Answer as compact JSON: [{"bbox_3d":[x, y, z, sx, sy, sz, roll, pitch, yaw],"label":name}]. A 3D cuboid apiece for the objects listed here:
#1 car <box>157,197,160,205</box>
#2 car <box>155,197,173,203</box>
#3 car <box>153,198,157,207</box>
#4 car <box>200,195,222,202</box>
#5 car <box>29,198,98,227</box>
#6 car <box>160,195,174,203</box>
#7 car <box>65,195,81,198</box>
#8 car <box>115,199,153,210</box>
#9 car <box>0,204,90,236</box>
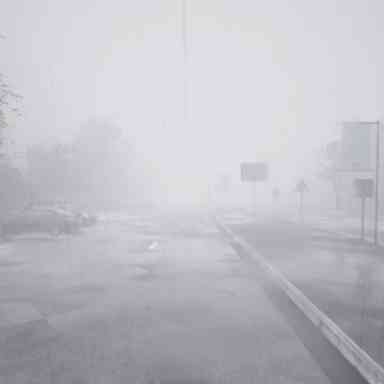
[{"bbox_3d":[-8.065,1.781,51.979,5.008,1.535,2.097,0,0,0],"label":"car"},{"bbox_3d":[-7.716,2.176,91.964,4.674,1.452,2.002,0,-1,0],"label":"car"},{"bbox_3d":[-8.083,1.756,48.705,4.892,1.521,2.231,0,0,0],"label":"car"},{"bbox_3d":[5.324,2.076,86.261,4.892,1.521,2.231,0,-1,1],"label":"car"},{"bbox_3d":[-8.358,1.414,21.097,4.553,1.767,2.185,0,0,0],"label":"car"},{"bbox_3d":[-7.780,2.035,83.610,5.008,1.535,2.097,0,-1,1],"label":"car"},{"bbox_3d":[-24.948,1.435,68.606,4.553,1.767,2.097,1,2,0],"label":"car"},{"bbox_3d":[-8.114,1.770,45.429,4.674,1.452,2.002,0,0,1],"label":"car"},{"bbox_3d":[-8.313,1.556,17.925,4.674,1.452,2.002,0,0,0],"label":"car"}]
